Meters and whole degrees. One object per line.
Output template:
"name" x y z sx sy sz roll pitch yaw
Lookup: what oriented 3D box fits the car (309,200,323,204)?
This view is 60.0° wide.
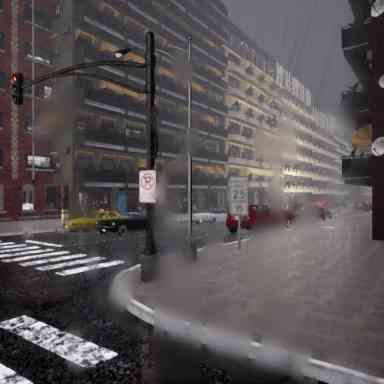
"car" 23.182 2.771 63.834 1.887 1.381 4.507 -1 -2 35

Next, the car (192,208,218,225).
"car" 1.982 2.093 28.997 1.895 1.301 4.718 0 -1 35

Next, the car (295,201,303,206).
"car" 16.686 2.340 54.558 2.192 1.841 5.009 -1 -2 35

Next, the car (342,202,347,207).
"car" 39.419 3.282 87.036 1.947 1.339 4.313 -1 -2 35

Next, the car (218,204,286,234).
"car" 4.077 1.711 21.982 2.192 1.841 5.009 -1 -2 35

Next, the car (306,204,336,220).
"car" 13.820 2.284 35.895 1.802 1.307 4.206 -1 -2 35

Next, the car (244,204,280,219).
"car" 7.954 2.171 37.510 2.128 1.511 4.902 0 -1 35

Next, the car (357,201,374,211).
"car" 33.301 2.621 63.743 2.192 1.841 5.009 -1 -2 35

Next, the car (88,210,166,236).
"car" -3.762 1.911 20.789 1.895 1.301 4.718 0 -1 35

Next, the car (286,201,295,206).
"car" 13.342 2.446 49.773 1.752 1.417 4.829 -1 -2 35

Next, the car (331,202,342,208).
"car" 32.924 3.067 77.754 1.887 1.381 4.507 -1 -2 35

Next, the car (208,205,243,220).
"car" 3.699 2.164 35.992 1.887 1.381 4.507 -1 -2 35

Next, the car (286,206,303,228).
"car" 7.326 2.043 26.616 1.887 1.381 4.507 -1 -2 35

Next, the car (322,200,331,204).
"car" 26.427 2.640 68.479 2.192 1.841 5.009 -1 -2 35

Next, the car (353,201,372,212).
"car" 30.053 2.522 59.102 2.192 1.841 5.009 -1 -2 35

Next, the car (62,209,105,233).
"car" -6.141 1.834 21.932 1.752 1.417 4.829 -1 -2 35
